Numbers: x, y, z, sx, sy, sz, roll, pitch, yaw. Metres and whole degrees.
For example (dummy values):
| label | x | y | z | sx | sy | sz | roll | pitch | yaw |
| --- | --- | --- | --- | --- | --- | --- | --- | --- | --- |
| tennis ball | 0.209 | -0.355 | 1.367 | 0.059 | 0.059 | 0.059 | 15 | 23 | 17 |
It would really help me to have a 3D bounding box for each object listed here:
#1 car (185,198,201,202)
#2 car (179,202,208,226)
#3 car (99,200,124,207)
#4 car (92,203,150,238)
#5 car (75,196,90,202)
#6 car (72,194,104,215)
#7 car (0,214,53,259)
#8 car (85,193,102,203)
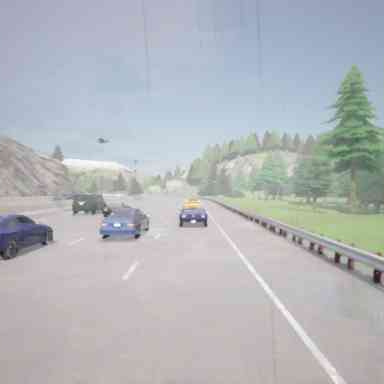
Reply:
| label | x | y | z | sx | sy | sz | roll | pitch | yaw |
| --- | --- | --- | --- | --- | --- | --- | --- | --- | --- |
| car | 0.084 | 1.479 | 41.593 | 1.882 | 1.535 | 5.008 | 0 | 0 | 0 |
| car | 0.089 | 1.602 | 23.566 | 1.895 | 1.301 | 4.718 | 0 | 0 | 0 |
| car | -6.913 | 1.603 | 31.124 | 1.895 | 1.301 | 4.718 | 0 | 0 | 0 |
| car | -3.408 | 1.548 | 17.629 | 2.033 | 1.411 | 5.357 | 0 | 0 | 0 |
| car | -24.530 | 1.600 | 74.533 | 1.895 | 1.301 | 4.718 | 0 | 0 | 0 |
| car | -10.415 | 1.224 | 33.976 | 2.150 | 2.045 | 5.566 | 0 | 0 | 0 |
| car | -6.906 | 1.527 | 12.399 | 1.812 | 1.442 | 4.674 | 0 | 0 | 0 |
| car | -21.028 | 1.230 | 71.252 | 2.150 | 2.045 | 5.566 | 0 | 0 | 0 |
